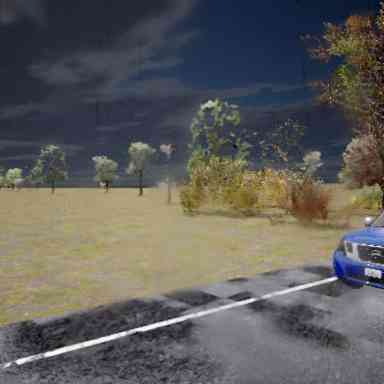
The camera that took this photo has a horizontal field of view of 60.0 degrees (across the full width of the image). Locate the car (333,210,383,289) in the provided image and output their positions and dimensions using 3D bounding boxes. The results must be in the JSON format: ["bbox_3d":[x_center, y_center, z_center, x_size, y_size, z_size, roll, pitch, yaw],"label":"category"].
[{"bbox_3d":[5.775,1.212,8.017,5.566,2.045,2.150,0,0,-35],"label":"car"}]
